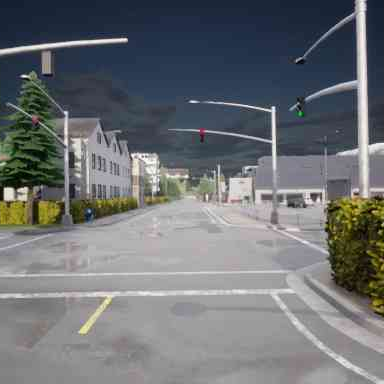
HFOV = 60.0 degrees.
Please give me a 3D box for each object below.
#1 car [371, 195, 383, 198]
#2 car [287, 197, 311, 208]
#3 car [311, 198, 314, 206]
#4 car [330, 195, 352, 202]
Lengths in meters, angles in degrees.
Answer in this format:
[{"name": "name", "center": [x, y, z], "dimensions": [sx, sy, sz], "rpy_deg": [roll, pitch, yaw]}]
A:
[{"name": "car", "center": [19.117, 1.183, 31.282], "dimensions": [1.905, 1.878, 3.866], "rpy_deg": [-1, -1, 0]}, {"name": "car", "center": [15.425, 1.629, 49.149], "dimensions": [2.007, 1.523, 4.514], "rpy_deg": [-1, -1, 0]}, {"name": "car", "center": [19.070, 1.573, 56.208], "dimensions": [1.970, 1.475, 3.806], "rpy_deg": [-1, -1, 0]}, {"name": "car", "center": [25.484, 1.398, 56.548], "dimensions": [2.152, 1.636, 5.027], "rpy_deg": [-1, -1, 0]}]
